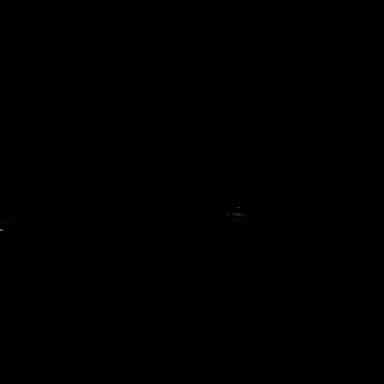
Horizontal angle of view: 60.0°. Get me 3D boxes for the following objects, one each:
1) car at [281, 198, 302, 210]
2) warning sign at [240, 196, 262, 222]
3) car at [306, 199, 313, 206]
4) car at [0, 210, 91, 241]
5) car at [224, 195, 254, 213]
[{"bbox_3d":[14.207,1.665,47.228,1.882,1.535,5.008,0,-1,32],"label":"car"},{"bbox_3d":[4.342,1.236,24.423,1.300,1.860,1.060,-1,-1,31],"label":"warning sign"},{"bbox_3d":[21.660,1.808,58.943,1.895,1.301,4.718,0,0,33],"label":"car"},{"bbox_3d":[-8.004,1.666,17.844,2.033,1.411,5.357,0,0,32],"label":"car"},{"bbox_3d":[5.956,1.405,40.922,2.150,2.045,5.566,0,0,32],"label":"car"}]
